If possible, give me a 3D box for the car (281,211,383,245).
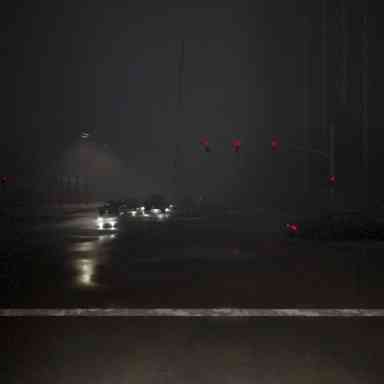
[{"bbox_3d":[6.776,1.547,14.827,5.357,1.411,2.033,0,0,0],"label":"car"}]

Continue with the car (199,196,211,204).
[{"bbox_3d":[2.742,1.491,64.740,2.128,1.511,4.902,0,0,-1],"label":"car"}]

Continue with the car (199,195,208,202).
[{"bbox_3d":[2.538,1.524,75.124,1.812,1.442,4.674,0,0,-1],"label":"car"}]

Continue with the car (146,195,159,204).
[{"bbox_3d":[-7.891,1.477,66.857,1.882,1.535,5.008,0,0,0],"label":"car"}]

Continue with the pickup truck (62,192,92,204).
[{"bbox_3d":[-20.932,1.059,59.956,2.390,2.098,6.274,0,0,30],"label":"pickup truck"}]

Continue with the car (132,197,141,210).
[{"bbox_3d":[-7.729,1.478,42.111,1.882,1.535,5.008,0,0,-1],"label":"car"}]

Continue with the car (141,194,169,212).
[{"bbox_3d":[-4.190,1.221,38.443,2.150,2.045,5.566,0,0,-1],"label":"car"}]

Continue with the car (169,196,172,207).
[{"bbox_3d":[-4.285,1.601,48.390,1.895,1.301,4.718,0,0,-1],"label":"car"}]

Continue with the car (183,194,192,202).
[{"bbox_3d":[-0.964,1.355,75.368,2.097,1.767,4.553,0,0,-1],"label":"car"}]

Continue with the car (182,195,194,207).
[{"bbox_3d":[-0.619,1.601,51.324,1.895,1.301,4.718,0,0,-1],"label":"car"}]

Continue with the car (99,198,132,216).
[{"bbox_3d":[-7.707,1.491,32.809,2.128,1.511,4.902,0,0,2],"label":"car"}]

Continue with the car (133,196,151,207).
[{"bbox_3d":[-7.828,1.491,52.495,2.128,1.511,4.902,0,0,-1],"label":"car"}]
